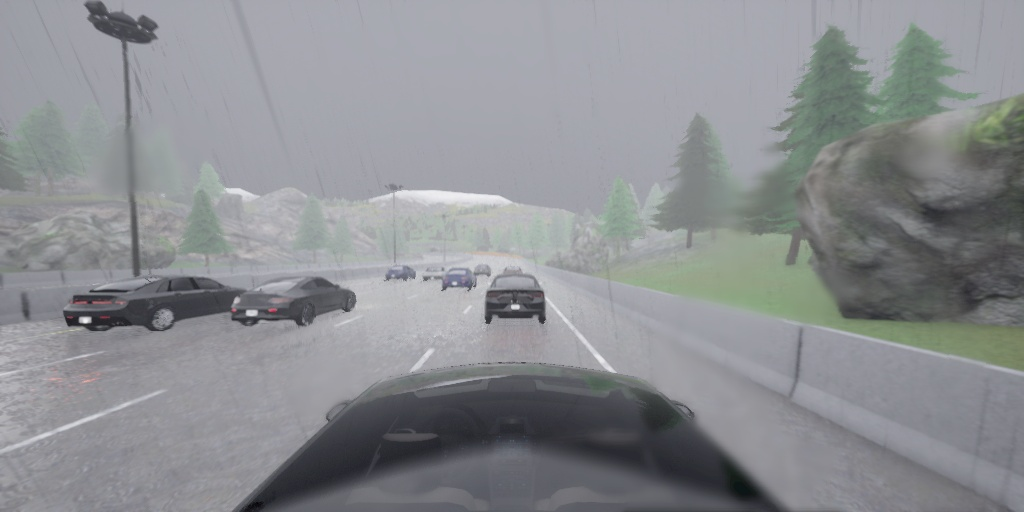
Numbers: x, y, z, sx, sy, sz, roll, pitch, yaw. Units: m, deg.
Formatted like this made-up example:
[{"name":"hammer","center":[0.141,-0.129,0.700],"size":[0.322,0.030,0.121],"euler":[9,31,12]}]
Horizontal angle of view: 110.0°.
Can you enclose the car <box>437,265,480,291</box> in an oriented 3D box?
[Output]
[{"name":"car","center":[-3.401,1.484,23.580],"size":[1.812,1.442,4.674],"euler":[0,-1,0]}]

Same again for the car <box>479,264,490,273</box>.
[{"name":"car","center":[-3.403,1.687,42.095],"size":[2.033,1.411,5.357],"euler":[0,-1,0]}]

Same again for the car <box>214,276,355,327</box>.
[{"name":"car","center":[-6.900,1.368,11.813],"size":[1.812,1.442,4.674],"euler":[0,-1,0]}]

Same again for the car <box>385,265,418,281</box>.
[{"name":"car","center":[-10.389,1.584,33.655],"size":[1.812,1.442,4.674],"euler":[0,-1,0]}]

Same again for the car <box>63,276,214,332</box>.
[{"name":"car","center":[-10.400,1.341,11.163],"size":[1.837,1.490,4.892],"euler":[0,-1,0]}]

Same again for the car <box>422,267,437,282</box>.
[{"name":"car","center":[-6.902,1.655,33.352],"size":[1.895,1.301,4.718],"euler":[0,-1,0]}]

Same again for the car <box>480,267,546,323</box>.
[{"name":"car","center":[0.100,1.328,12.702],"size":[1.882,1.535,5.008],"euler":[0,-1,0]}]
